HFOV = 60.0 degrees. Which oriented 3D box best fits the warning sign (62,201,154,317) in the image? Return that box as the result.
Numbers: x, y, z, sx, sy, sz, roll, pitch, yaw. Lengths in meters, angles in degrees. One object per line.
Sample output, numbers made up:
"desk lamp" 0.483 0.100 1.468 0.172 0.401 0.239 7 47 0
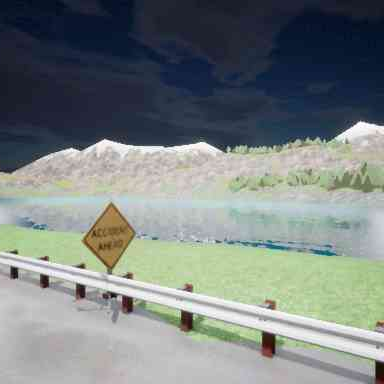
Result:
"warning sign" -1.548 1.114 6.263 1.060 1.860 1.300 0 0 36
